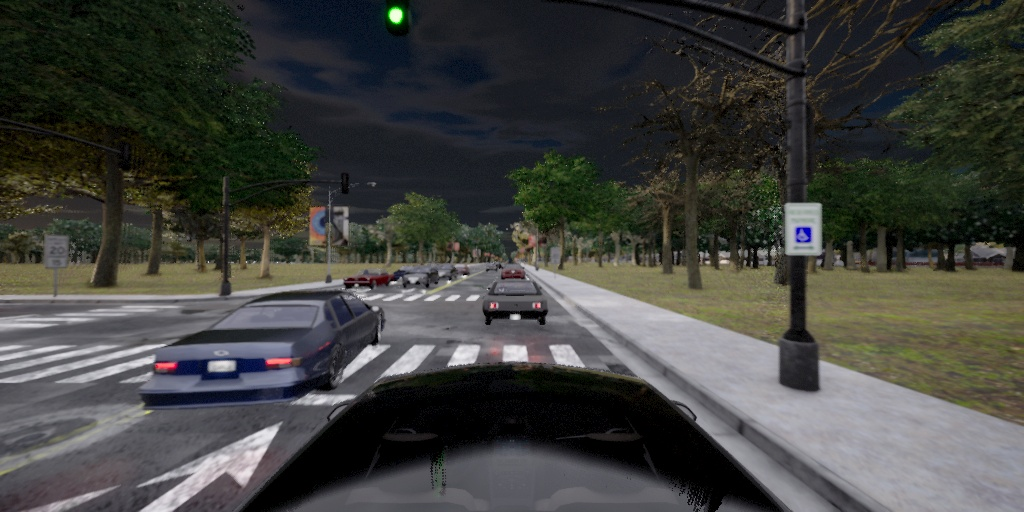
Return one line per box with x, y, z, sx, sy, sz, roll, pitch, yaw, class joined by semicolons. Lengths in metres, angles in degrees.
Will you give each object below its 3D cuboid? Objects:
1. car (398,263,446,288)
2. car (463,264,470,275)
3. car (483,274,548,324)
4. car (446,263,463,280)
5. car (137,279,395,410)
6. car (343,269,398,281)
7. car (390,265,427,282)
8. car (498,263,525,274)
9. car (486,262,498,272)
-6.598;1.475;26.396;2.128;1.511;4.902;0;-1;0;car
-6.562;1.705;45.967;1.812;1.442;4.674;0;-1;0;car
0.098;1.451;12.331;1.895;1.301;4.718;0;-1;0;car
-6.595;1.567;35.732;2.128;1.511;4.902;0;-1;0;car
-3.733;1.344;6.628;2.033;1.411;5.357;0;-1;-9;car
-9.850;1.570;24.920;1.895;1.301;4.718;0;-1;0;car
-9.847;1.611;34.573;2.033;1.411;5.357;0;-1;0;car
0.099;1.401;33.145;2.097;1.767;4.553;0;-1;0;car
-3.218;1.861;58.895;2.033;1.411;5.357;0;-1;1;car
